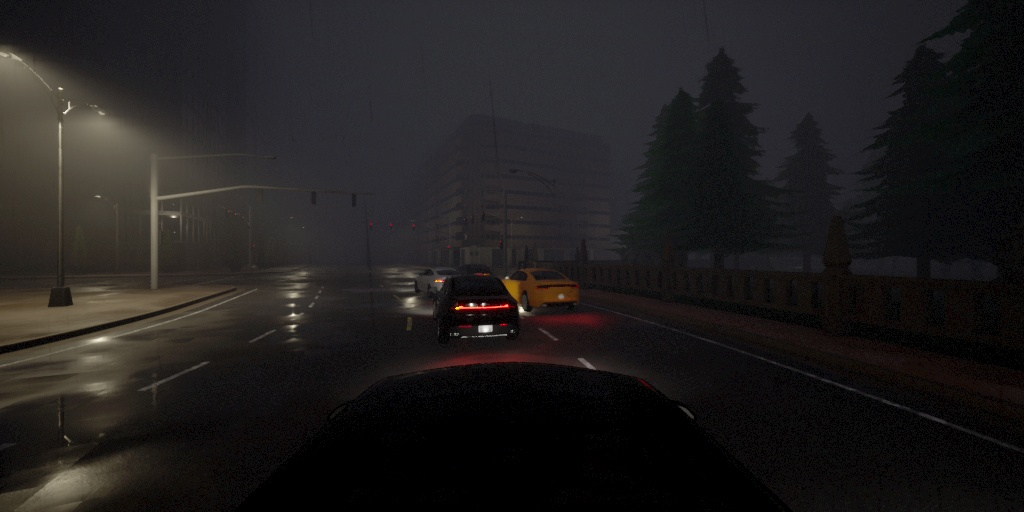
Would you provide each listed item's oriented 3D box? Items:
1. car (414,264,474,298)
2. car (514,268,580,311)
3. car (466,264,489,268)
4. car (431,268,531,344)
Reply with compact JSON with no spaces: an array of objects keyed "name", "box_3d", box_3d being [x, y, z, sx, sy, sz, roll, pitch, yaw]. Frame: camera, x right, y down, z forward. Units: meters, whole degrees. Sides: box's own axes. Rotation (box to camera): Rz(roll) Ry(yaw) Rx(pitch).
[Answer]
[{"name":"car","box_3d":[-3.682,1.276,18.375,1.812,1.442,4.674,0,0,-27]},{"name":"car","box_3d":[0.894,1.228,14.499,1.882,1.535,5.008,0,0,-18]},{"name":"car","box_3d":[-2.621,1.255,23.296,1.837,1.490,4.892,0,0,-23]},{"name":"car","box_3d":[-1.130,1.255,9.749,1.837,1.490,4.892,0,0,-14]}]
